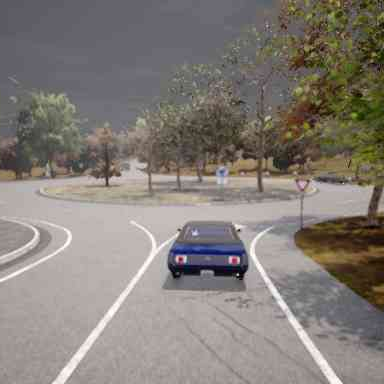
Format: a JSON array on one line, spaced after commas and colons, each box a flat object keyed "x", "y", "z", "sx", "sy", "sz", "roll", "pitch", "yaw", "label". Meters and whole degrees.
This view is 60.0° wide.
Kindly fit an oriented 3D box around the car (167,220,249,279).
[{"x": 0.513, "y": 1.461, "z": 9.749, "sx": 1.895, "sy": 1.301, "sz": 4.718, "roll": 0, "pitch": 3, "yaw": 4, "label": "car"}]

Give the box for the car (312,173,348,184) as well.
[{"x": 19.180, "y": -1.893, "z": 46.449, "sx": 2.033, "sy": 1.411, "sz": 5.357, "roll": -2, "pitch": 6, "yaw": -17, "label": "car"}]
